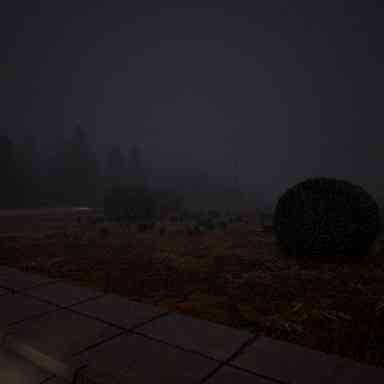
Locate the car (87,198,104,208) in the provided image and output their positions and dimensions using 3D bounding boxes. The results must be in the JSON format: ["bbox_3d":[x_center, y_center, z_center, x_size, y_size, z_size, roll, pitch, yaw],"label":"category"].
[{"bbox_3d":[-12.854,1.552,47.598,1.994,1.385,4.181,0,0,37],"label":"car"}]
